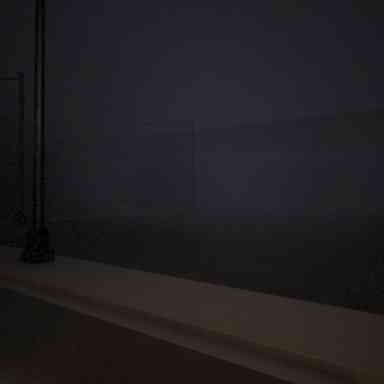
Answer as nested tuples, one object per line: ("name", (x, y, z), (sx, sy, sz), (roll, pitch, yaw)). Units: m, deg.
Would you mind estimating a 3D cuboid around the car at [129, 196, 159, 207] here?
("car", (-7.317, 1.415, 50.891), (1.882, 1.535, 5.008), (0, 0, 45))
